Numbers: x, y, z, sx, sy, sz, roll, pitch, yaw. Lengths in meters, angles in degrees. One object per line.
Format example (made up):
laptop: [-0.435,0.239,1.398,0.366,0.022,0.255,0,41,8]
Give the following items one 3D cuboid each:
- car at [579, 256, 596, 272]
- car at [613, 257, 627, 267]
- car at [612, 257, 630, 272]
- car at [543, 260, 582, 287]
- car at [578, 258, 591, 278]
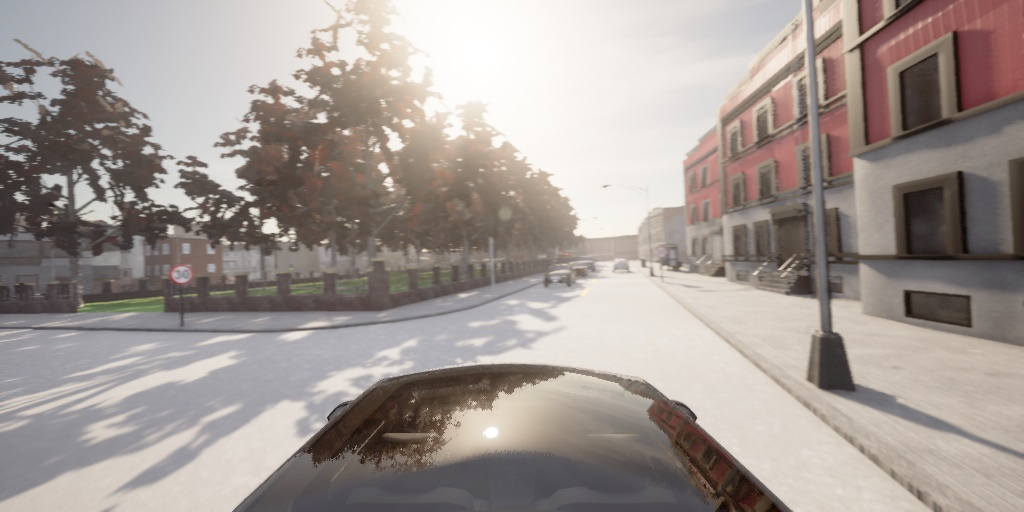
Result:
car: [9.434,0.992,45.555,2.150,2.045,5.566,-3,-1,17]
car: [18.381,1.004,61.056,2.128,1.511,4.902,-3,-1,17]
car: [12.644,1.102,41.638,1.812,1.442,4.674,-3,-1,17]
car: [3.479,1.331,25.541,2.128,1.511,4.902,-3,-1,17]
car: [6.368,1.284,35.269,1.882,1.535,5.008,-3,-1,17]
